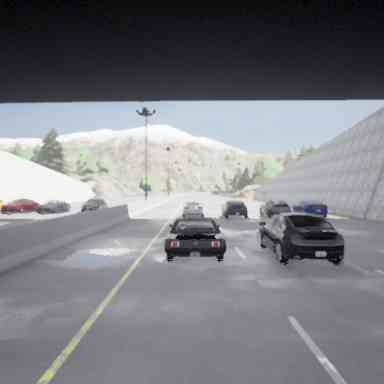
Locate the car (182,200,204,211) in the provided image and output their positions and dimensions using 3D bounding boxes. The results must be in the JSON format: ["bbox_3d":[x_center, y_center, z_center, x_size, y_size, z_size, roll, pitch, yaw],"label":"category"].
[{"bbox_3d":[0.110,1.463,29.756,1.812,1.442,4.674,0,0,0],"label":"car"}]

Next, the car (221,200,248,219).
[{"bbox_3d":[3.623,1.444,28.780,1.837,1.490,4.892,0,0,0],"label":"car"}]

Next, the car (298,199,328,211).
[{"bbox_3d":[10.624,1.413,30.303,1.882,1.535,5.008,0,0,0],"label":"car"}]

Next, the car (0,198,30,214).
[{"bbox_3d":[-17.564,1.407,34.276,1.882,1.535,5.008,0,0,0],"label":"car"}]

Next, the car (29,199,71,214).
[{"bbox_3d":[-14.069,1.478,34.015,2.033,1.411,5.357,0,0,0],"label":"car"}]

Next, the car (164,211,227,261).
[{"bbox_3d":[0.104,1.575,12.128,1.895,1.301,4.718,0,0,0],"label":"car"}]

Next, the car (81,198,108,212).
[{"bbox_3d":[-10.561,1.431,36.273,1.837,1.490,4.892,0,0,0],"label":"car"}]

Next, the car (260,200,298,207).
[{"bbox_3d":[7.123,1.430,28.715,2.128,1.511,4.902,0,0,0],"label":"car"}]

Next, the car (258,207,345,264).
[{"bbox_3d":[3.605,1.480,11.708,1.837,1.490,4.892,0,0,0],"label":"car"}]
